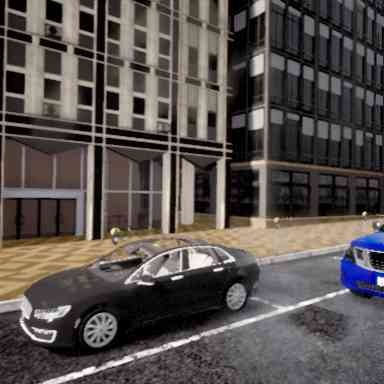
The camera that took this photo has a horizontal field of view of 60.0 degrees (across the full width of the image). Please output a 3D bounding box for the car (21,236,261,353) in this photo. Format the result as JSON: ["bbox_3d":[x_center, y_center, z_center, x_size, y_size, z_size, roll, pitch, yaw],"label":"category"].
[{"bbox_3d":[-0.655,1.556,6.076,4.403,1.369,2.008,0,1,-35],"label":"car"}]

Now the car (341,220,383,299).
[{"bbox_3d":[5.651,1.237,7.409,5.566,2.045,2.150,0,0,-35],"label":"car"}]
